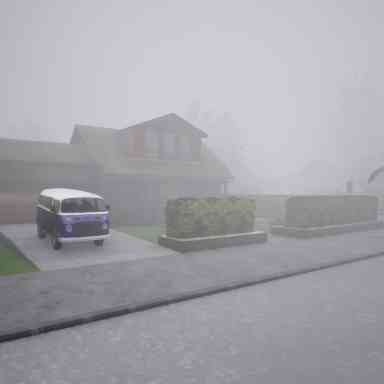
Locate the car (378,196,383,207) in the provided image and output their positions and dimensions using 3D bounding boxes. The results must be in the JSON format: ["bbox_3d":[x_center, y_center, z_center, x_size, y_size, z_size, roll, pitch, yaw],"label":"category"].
[{"bbox_3d":[24.583,0.986,41.404,3.866,1.878,1.905,0,0,-1],"label":"car"}]
